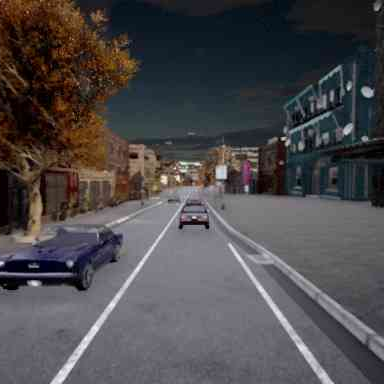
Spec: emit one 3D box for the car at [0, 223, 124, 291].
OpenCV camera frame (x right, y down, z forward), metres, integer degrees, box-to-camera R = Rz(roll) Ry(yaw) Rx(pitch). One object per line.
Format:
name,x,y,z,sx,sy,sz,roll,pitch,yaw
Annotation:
car,-3.247,1.579,9.086,1.895,1.301,4.718,0,0,0

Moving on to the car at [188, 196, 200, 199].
car,0.246,1.209,42.864,1.895,1.301,4.718,0,1,1

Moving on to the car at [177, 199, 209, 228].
car,0.134,1.439,21.144,2.033,1.411,5.357,0,1,0

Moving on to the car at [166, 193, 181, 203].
car,-2.855,0.986,52.051,1.837,1.490,4.892,0,1,1
